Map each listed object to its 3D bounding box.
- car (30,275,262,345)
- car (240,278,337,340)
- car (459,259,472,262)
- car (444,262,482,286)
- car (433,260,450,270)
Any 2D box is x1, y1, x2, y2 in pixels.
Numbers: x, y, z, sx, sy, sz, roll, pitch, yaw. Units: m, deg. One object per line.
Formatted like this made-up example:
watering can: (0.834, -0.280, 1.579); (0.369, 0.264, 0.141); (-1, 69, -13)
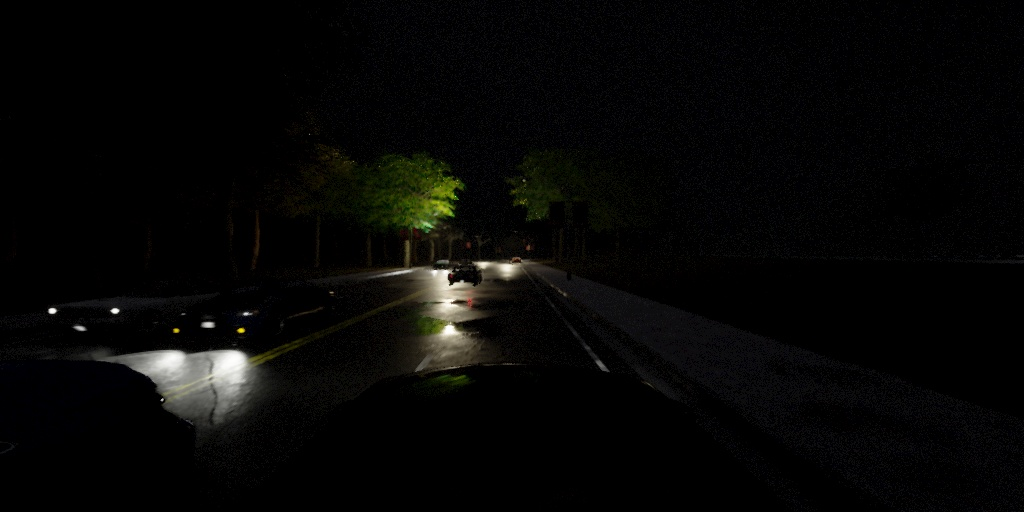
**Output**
car: (-9.850, 1.339, 10.388); (1.895, 1.301, 4.718); (0, 0, 0)
car: (-6.599, 1.303, 9.773); (1.994, 1.385, 4.181); (0, 0, 0)
car: (-6.575, 1.152, 50.679); (1.837, 1.490, 4.892); (0, 0, 0)
car: (-3.152, 1.308, 24.758); (1.895, 1.301, 4.718); (0, 0, 0)
car: (-9.826, 1.248, 50.703); (1.895, 1.301, 4.718); (0, 0, 0)
